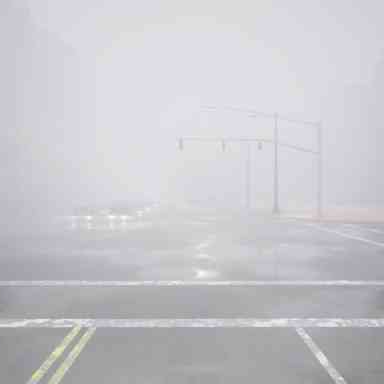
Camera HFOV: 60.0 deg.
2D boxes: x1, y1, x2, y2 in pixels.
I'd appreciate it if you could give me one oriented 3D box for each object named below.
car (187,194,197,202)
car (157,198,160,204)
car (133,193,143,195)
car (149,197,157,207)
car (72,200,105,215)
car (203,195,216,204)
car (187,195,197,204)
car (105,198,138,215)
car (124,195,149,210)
[{"bbox_3d":[-0.030,1.355,74.736,2.097,1.767,4.553,0,0,0],"label":"car"},{"bbox_3d":[-7.091,1.564,61.447,1.994,1.385,4.181,0,0,0],"label":"car"},{"bbox_3d":[-10.573,1.222,64.013,2.150,2.045,5.566,0,0,0],"label":"car"},{"bbox_3d":[-7.110,1.564,51.471,1.994,1.385,4.181,0,0,0],"label":"car"},{"bbox_3d":[-10.608,1.526,34.006,1.812,1.442,4.674,0,0,0],"label":"car"},{"bbox_3d":[3.473,1.505,63.282,1.837,1.490,4.892,0,0,0],"label":"car"},{"bbox_3d":[0.071,1.491,64.557,2.128,1.511,4.902,0,0,0],"label":"car"},{"bbox_3d":[-7.107,1.564,33.975,1.994,1.385,4.181,0,0,0],"label":"car"},{"bbox_3d":[-7.106,1.526,42.720,1.812,1.442,4.674,0,0,0],"label":"car"}]
